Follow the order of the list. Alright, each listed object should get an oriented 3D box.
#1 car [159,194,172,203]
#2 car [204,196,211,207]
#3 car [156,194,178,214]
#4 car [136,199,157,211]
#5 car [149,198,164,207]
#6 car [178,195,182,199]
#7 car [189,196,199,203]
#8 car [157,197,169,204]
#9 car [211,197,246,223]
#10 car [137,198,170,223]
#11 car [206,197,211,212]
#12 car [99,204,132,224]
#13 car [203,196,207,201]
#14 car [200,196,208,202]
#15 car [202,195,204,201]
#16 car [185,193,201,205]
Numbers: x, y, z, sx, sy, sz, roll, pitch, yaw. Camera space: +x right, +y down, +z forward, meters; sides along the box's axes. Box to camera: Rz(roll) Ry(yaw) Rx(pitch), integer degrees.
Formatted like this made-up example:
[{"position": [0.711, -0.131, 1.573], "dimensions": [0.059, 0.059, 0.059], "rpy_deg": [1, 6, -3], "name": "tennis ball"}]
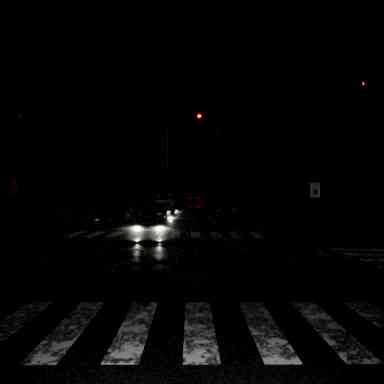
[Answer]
[{"position": [-5.464, 1.371, 68.851], "dimensions": [2.192, 1.841, 5.009], "rpy_deg": [0, 0, 0], "name": "car"}, {"position": [2.941, 1.577, 41.536], "dimensions": [2.008, 1.369, 4.403], "rpy_deg": [0, 0, 0], "name": "car"}, {"position": [-2.946, 1.241, 35.664], "dimensions": [2.150, 2.045, 5.566], "rpy_deg": [0, 0, 0], "name": "car"}, {"position": [-5.584, 1.577, 41.566], "dimensions": [2.008, 1.369, 4.403], "rpy_deg": [0, 0, 0], "name": "car"}, {"position": [-5.536, 1.620, 52.480], "dimensions": [1.802, 1.307, 4.206], "rpy_deg": [0, 0, 0], "name": "car"}, {"position": [-2.891, 1.522, 46.108], "dimensions": [2.128, 1.511, 4.902], "rpy_deg": [0, 0, 0], "name": "car"}, {"position": [0.401, 1.619, 69.694], "dimensions": [1.994, 1.385, 4.181], "rpy_deg": [0, 0, 0], "name": "car"}, {"position": [-5.488, 1.631, 63.394], "dimensions": [1.802, 1.307, 4.206], "rpy_deg": [0, 0, 0], "name": "car"}, {"position": [2.869, 1.324, 25.168], "dimensions": [2.192, 1.841, 5.009], "rpy_deg": [0, 0, 0], "name": "car"}, {"position": [-2.992, 1.487, 25.598], "dimensions": [1.882, 1.535, 5.008], "rpy_deg": [0, 0, 0], "name": "car"}, {"position": [2.917, 1.586, 36.080], "dimensions": [1.947, 1.339, 4.313], "rpy_deg": [0, 0, 0], "name": "car"}, {"position": [-5.656, 1.575, 25.195], "dimensions": [1.947, 1.339, 4.313], "rpy_deg": [0, 0, 0], "name": "car"}, {"position": [2.965, 1.583, 46.993], "dimensions": [2.008, 1.369, 4.403], "rpy_deg": [0, 0, 0], "name": "car"}, {"position": [2.684, 1.569, 75.824], "dimensions": [1.837, 1.490, 4.892], "rpy_deg": [0, 0, 0], "name": "car"}, {"position": [2.989, 1.478, 52.449], "dimensions": [1.967, 1.590, 4.097], "rpy_deg": [0, 0, 0], "name": "car"}, {"position": [0.357, 1.267, 59.370], "dimensions": [2.150, 2.045, 5.566], "rpy_deg": [0, 0, 0], "name": "car"}]
